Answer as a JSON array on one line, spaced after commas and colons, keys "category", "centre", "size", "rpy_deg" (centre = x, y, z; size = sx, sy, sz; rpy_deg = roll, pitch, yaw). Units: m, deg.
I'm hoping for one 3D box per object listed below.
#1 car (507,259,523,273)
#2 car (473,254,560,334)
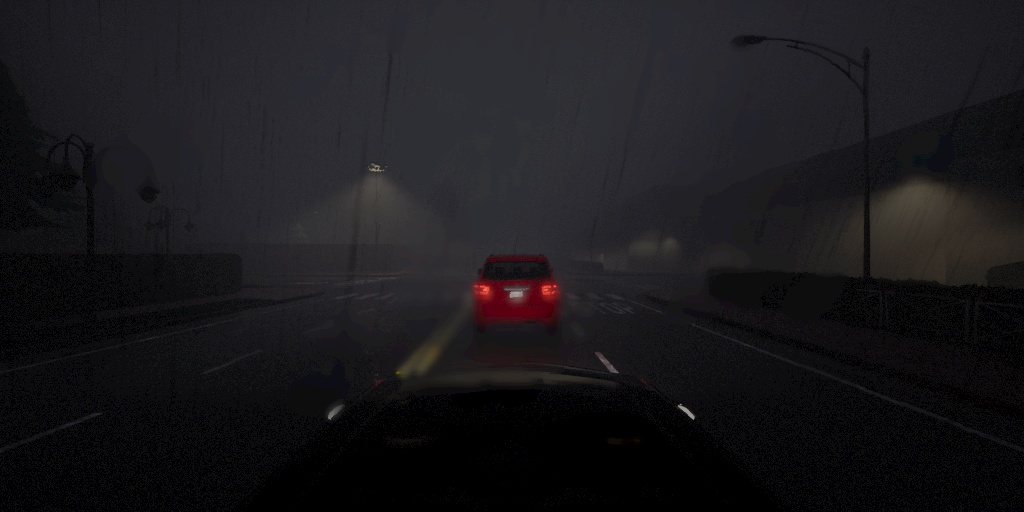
[{"category": "car", "centre": [0.363, 1.228, 45.652], "size": [1.882, 1.535, 5.008], "rpy_deg": [0, 0, 1]}, {"category": "car", "centre": [0.123, 0.971, 10.806], "size": [2.150, 2.045, 5.566], "rpy_deg": [0, 0, 0]}]
